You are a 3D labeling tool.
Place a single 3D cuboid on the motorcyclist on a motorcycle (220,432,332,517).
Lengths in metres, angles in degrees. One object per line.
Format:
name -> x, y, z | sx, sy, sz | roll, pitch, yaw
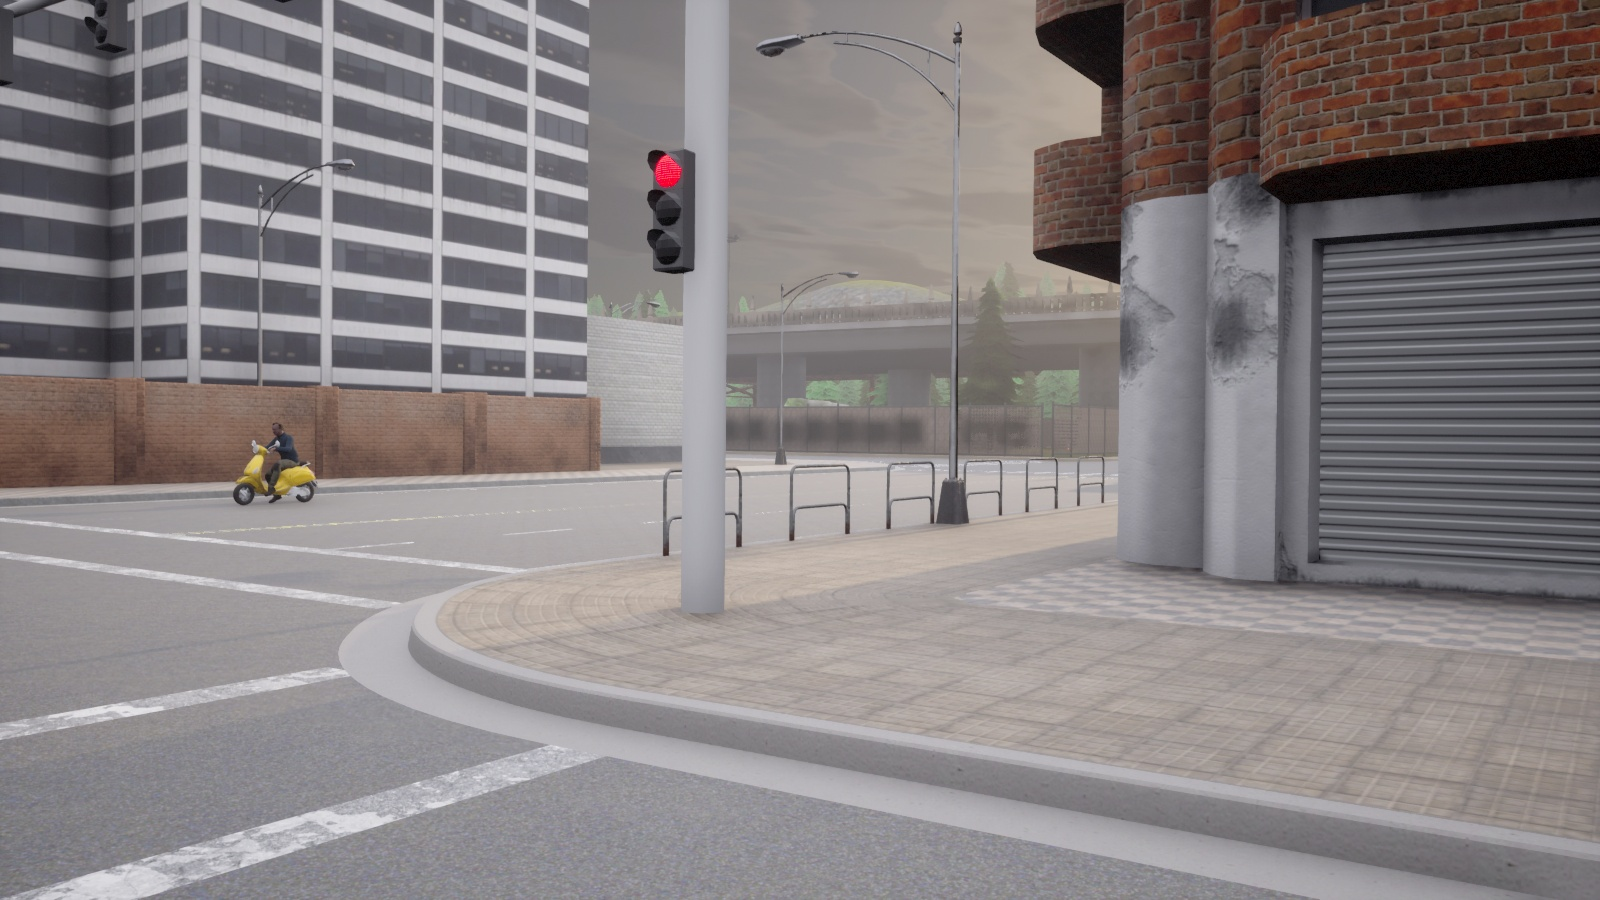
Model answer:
motorcyclist on a motorcycle -> -10.189, 0.443, 24.478 | 0.866, 1.590, 1.817 | 0, 1, 33
